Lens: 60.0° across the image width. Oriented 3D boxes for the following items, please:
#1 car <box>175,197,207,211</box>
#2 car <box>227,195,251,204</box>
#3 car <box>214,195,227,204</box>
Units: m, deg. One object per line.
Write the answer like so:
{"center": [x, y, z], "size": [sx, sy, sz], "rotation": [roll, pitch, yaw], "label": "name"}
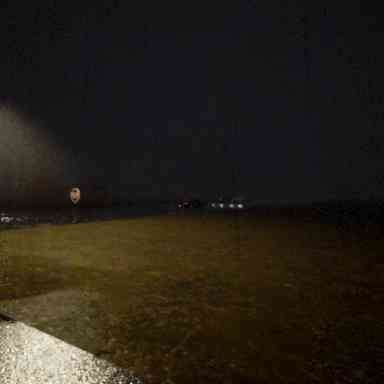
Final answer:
{"center": [-0.084, 1.366, 38.982], "size": [1.812, 1.442, 4.674], "rotation": [1, 0, 35], "label": "car"}
{"center": [8.610, 1.290, 57.710], "size": [1.882, 1.535, 5.008], "rotation": [1, 0, 35], "label": "car"}
{"center": [5.731, 1.262, 59.700], "size": [1.882, 1.535, 5.008], "rotation": [1, 0, 35], "label": "car"}
